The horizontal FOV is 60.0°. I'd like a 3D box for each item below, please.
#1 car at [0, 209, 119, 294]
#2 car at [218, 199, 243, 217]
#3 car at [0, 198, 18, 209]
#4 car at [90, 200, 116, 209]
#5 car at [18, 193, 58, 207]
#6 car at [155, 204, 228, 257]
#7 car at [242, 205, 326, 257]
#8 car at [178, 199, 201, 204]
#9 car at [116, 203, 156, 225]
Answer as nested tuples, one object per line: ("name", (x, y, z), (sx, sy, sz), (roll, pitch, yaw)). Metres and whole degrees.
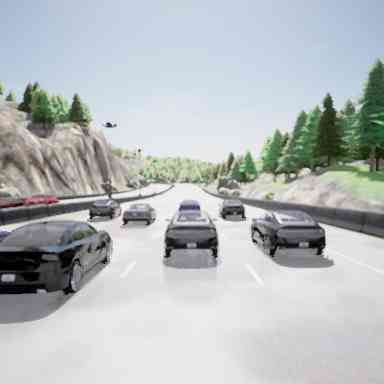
("car", (-3.504, 1.466, 8.807), (1.882, 1.535, 5.008), (0, 0, 0))
("car", (3.320, 1.395, 28.146), (1.837, 1.490, 4.892), (0, 0, 0))
("car", (-21.466, 1.448, 39.118), (1.882, 1.535, 5.008), (0, 0, 0))
("car", (-7.179, 1.432, 27.956), (2.128, 1.511, 4.902), (0, 0, 0))
("car", (-17.974, 1.176, 39.762), (2.150, 2.045, 5.566), (0, 0, 0))
("car", (-0.028, 1.450, 12.801), (2.128, 1.511, 4.902), (0, 0, 0))
("car", (3.472, 1.433, 12.795), (2.128, 1.511, 4.902), (0, 0, 0))
("car", (-0.190, 1.380, 29.537), (1.882, 1.535, 5.008), (0, 0, 0))
("car", (-3.651, 1.487, 23.643), (2.033, 1.411, 5.357), (0, 0, 0))
